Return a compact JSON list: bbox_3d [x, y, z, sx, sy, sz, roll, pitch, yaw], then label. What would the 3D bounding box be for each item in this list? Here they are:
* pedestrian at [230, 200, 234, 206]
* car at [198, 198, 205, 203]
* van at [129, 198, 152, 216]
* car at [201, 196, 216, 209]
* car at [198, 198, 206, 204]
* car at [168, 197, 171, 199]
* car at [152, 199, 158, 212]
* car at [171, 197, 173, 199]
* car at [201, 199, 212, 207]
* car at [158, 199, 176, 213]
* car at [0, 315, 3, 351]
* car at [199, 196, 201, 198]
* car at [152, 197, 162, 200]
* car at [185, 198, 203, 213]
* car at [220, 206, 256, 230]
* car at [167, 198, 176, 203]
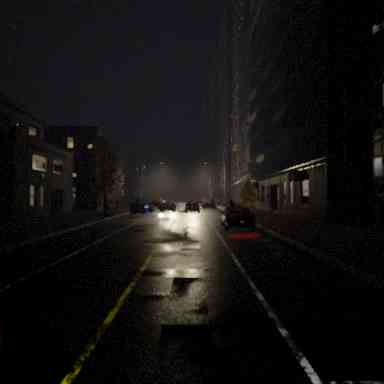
[{"bbox_3d":[3.001,1.497,25.425,0.375,1.860,0.375,1,-1,0],"label":"pedestrian"},{"bbox_3d":[2.708,2.326,92.397,1.802,1.307,4.206,1,0,0],"label":"car"},{"bbox_3d":[-5.673,1.629,36.016,1.690,1.788,3.998,1,0,0],"label":"van"},{"bbox_3d":[2.706,1.863,52.892,1.967,1.590,4.097,1,0,0],"label":"car"},{"bbox_3d":[2.705,2.264,86.753,1.947,1.339,4.313,1,0,0],"label":"car"},{"bbox_3d":[-5.676,2.065,64.234,2.008,1.369,4.403,1,0,0],"label":"car"},{"bbox_3d":[-5.677,1.915,41.659,1.802,1.307,4.206,1,0,0],"label":"car"},{"bbox_3d":[-5.675,2.105,69.877,1.887,1.381,4.507,1,0,0],"label":"car"},{"bbox_3d":[2.704,2.080,64.177,1.947,1.339,4.313,1,0,0],"label":"car"},{"bbox_3d":[-3.089,1.944,43.009,1.895,1.301,4.718,0,0,0],"label":"car"},{"bbox_3d":[-3.101,1.614,1.590,1.895,1.301,4.718,0,0,0],"label":"car"},{"bbox_3d":[2.708,1.783,58.536,2.192,1.841,5.009,1,0,0],"label":"car"},{"bbox_3d":[-5.672,1.739,52.949,2.192,1.841,5.009,1,0,0],"label":"car"},{"bbox_3d":[0.063,1.893,43.181,2.033,1.411,5.357,0,0,0],"label":"car"},{"bbox_3d":[3.003,1.657,22.404,1.882,1.535,5.008,0,0,0],"label":"car"},{"bbox_3d":[-5.675,2.311,92.453,1.947,1.339,4.313,1,0,0],"label":"car"}]
